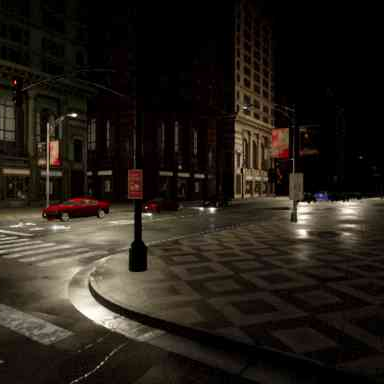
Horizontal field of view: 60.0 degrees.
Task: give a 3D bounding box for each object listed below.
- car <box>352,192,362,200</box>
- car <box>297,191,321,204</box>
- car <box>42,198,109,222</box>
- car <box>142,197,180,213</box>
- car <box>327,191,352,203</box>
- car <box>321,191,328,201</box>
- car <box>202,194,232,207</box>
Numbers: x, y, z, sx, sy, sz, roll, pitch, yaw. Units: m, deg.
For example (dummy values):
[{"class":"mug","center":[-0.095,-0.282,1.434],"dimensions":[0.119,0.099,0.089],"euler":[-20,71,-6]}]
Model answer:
[{"class":"car","center":[29.565,0.676,60.404],"dimensions":[1.812,1.442,4.674],"euler":[0,1,35]},{"class":"car","center":[16.226,0.861,47.245],"dimensions":[2.128,1.511,4.902],"euler":[0,1,36]},{"class":"car","center":[-8.350,1.231,24.221],"dimensions":[1.882,1.535,5.008],"euler":[0,1,35]},{"class":"car","center":[-2.982,1.199,31.769],"dimensions":[1.994,1.385,4.181],"euler":[0,1,36]},{"class":"car","center":[22.408,0.835,50.329],"dimensions":[1.812,1.442,4.674],"euler":[0,1,36]},{"class":"car","center":[22.069,0.594,55.470],"dimensions":[2.097,1.767,4.553],"euler":[0,1,36]},{"class":"car","center":[3.054,1.009,40.252],"dimensions":[1.837,1.490,4.892],"euler":[0,1,36]}]
